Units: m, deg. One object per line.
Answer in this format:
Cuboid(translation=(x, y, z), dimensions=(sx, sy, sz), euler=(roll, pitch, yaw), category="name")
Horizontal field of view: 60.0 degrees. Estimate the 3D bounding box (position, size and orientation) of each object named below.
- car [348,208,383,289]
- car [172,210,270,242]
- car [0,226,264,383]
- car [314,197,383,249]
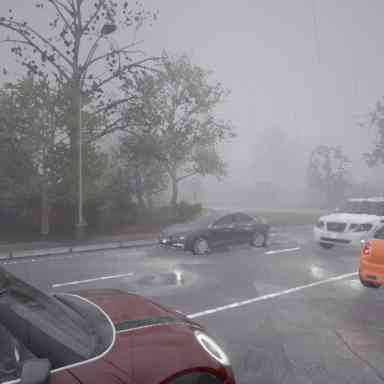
Cuboid(translation=(6.057, 1.352, 7.979), dimensions=(4.553, 1.767, 2.097), euler=(0, 0, -35), category="car")
Cuboid(translation=(1.007, 1.505, 13.244), dimensions=(4.892, 1.490, 1.837), euler=(0, 0, -35), category="car")
Cuboid(translation=(-1.806, 1.352, 2.423), dimensions=(4.553, 1.767, 2.097), euler=(0, 0, -36), category="car")
Cuboid(translation=(7.305, 1.221, 13.371), dimensions=(5.566, 2.045, 2.150), euler=(0, 0, -35), category="car")
